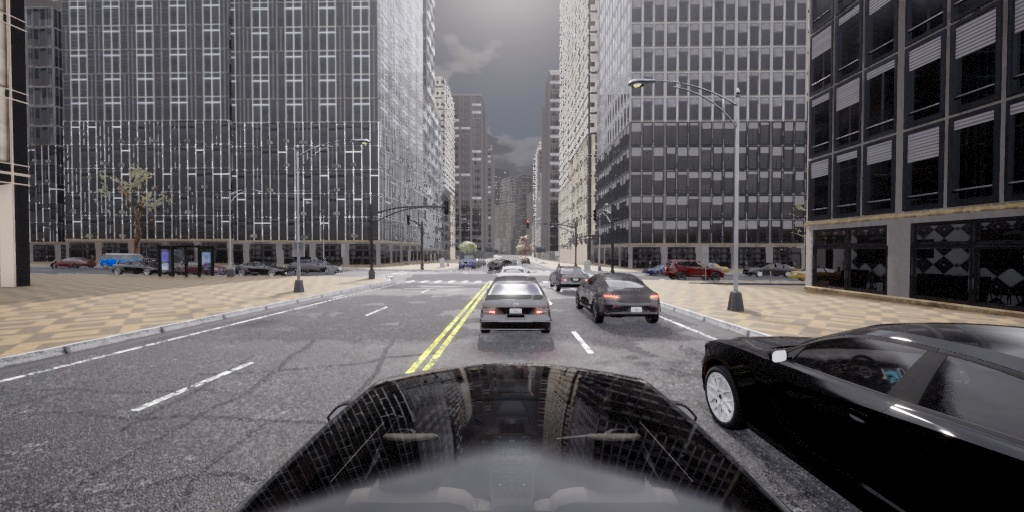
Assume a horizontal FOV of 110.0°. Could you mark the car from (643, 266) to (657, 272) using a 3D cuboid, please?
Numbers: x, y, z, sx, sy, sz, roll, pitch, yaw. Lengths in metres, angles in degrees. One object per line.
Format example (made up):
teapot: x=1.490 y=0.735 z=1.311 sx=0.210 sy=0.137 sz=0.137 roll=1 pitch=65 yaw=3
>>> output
car: x=16.696 y=1.410 z=37.940 sx=5.357 sy=1.411 sz=2.033 roll=0 pitch=1 yaw=1

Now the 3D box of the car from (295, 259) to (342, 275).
car: x=-19.331 y=1.084 z=35.304 sx=4.902 sy=1.511 sz=2.128 roll=1 pitch=1 yaw=1

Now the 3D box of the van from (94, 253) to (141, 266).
van: x=-45.319 y=0.603 z=41.615 sx=3.998 sy=1.789 sz=1.690 roll=0 pitch=0 yaw=1

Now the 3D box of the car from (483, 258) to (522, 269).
car: x=-1.043 y=1.164 z=42.830 sx=1.837 sy=1.490 sz=4.892 roll=3 pitch=1 yaw=27

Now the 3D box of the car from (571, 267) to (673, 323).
car: x=3.344 y=1.271 z=11.930 sx=1.812 sy=1.442 sz=4.674 roll=0 pitch=0 yaw=0

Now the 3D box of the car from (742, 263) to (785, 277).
car: x=27.012 y=1.458 z=37.769 sx=4.892 sy=1.490 sz=1.837 roll=1 pitch=1 yaw=1

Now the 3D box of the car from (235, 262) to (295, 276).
car: x=-22.756 y=1.172 z=32.666 sx=4.313 sy=1.339 sz=1.948 roll=0 pitch=0 yaw=1

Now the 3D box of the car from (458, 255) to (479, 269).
car: x=-6.639 y=0.933 z=53.890 sx=2.150 sy=2.045 sz=5.566 roll=0 pitch=0 yaw=0

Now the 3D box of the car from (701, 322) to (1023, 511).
car: x=3.344 y=1.227 z=2.584 sx=1.882 sy=1.535 sz=5.008 roll=0 pitch=0 yaw=0

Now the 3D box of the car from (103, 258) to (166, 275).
car: x=-34.121 y=1.068 z=32.963 sx=4.313 sy=1.339 sz=1.948 roll=0 pitch=0 yaw=1

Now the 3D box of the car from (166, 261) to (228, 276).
car: x=-28.440 y=1.136 z=32.794 sx=4.207 sy=1.307 sz=1.802 roll=0 pitch=0 yaw=1

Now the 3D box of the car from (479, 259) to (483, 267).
car: x=-6.613 y=1.191 z=63.808 sx=2.128 sy=1.511 sz=4.902 roll=0 pitch=0 yaw=0

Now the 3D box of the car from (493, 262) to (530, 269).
car: x=0.086 y=1.265 z=20.251 sx=1.812 sy=1.442 sz=4.674 roll=0 pitch=0 yaw=0

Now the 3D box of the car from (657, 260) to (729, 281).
car: x=16.170 y=1.267 z=32.169 sx=5.009 sy=1.841 sz=2.192 roll=0 pitch=0 yaw=1

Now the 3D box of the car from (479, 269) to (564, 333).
car: x=0.094 y=1.293 z=10.660 sx=2.033 sy=1.411 sz=5.357 roll=0 pitch=0 yaw=0

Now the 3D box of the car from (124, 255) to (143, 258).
car: x=-35.113 y=0.976 z=35.616 sx=4.674 sy=1.442 sz=1.812 roll=1 pitch=1 yaw=1

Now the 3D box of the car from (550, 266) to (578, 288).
car: x=3.337 y=1.286 z=21.341 sx=2.033 sy=1.411 sz=5.357 roll=0 pitch=0 yaw=0

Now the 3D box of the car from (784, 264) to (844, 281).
car: x=27.618 y=1.577 z=31.982 sx=4.829 sy=1.417 sz=1.751 roll=0 pitch=0 yaw=1
